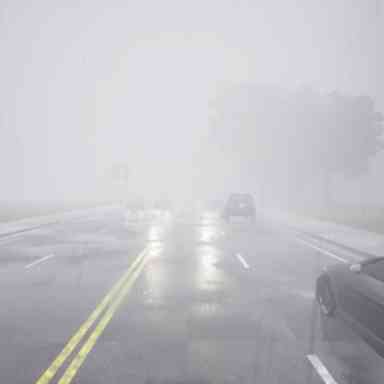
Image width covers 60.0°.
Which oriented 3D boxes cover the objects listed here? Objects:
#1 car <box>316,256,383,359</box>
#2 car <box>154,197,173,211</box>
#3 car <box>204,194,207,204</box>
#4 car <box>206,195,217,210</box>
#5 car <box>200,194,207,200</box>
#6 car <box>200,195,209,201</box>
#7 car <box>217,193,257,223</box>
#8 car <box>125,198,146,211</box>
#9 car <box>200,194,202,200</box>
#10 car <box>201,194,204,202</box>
[{"bbox_3d":[3.350,1.544,4.694,1.994,1.385,4.181,0,0,0],"label":"car"},{"bbox_3d":[-3.346,1.366,39.677,2.128,1.511,4.902,0,0,0],"label":"car"},{"bbox_3d":[3.237,1.397,51.345,1.812,1.442,4.674,0,0,0],"label":"car"},{"bbox_3d":[3.240,1.378,40.373,2.163,1.488,4.792,0,0,0],"label":"car"},{"bbox_3d":[3.226,1.442,95.359,2.033,1.649,4.856,0,0,0],"label":"car"},{"bbox_3d":[3.229,1.449,84.384,2.163,1.488,4.792,0,0,0],"label":"car"},{"bbox_3d":[3.342,1.117,24.783,2.150,2.045,5.566,0,-1,0],"label":"car"},{"bbox_3d":[-6.597,1.400,39.535,1.812,1.442,4.674,0,0,0],"label":"car"},{"bbox_3d":[3.231,1.363,73.540,1.801,1.575,5.366,0,0,0],"label":"car"},{"bbox_3d":[3.234,1.361,62.348,1.882,1.535,5.008,0,0,0],"label":"car"}]
